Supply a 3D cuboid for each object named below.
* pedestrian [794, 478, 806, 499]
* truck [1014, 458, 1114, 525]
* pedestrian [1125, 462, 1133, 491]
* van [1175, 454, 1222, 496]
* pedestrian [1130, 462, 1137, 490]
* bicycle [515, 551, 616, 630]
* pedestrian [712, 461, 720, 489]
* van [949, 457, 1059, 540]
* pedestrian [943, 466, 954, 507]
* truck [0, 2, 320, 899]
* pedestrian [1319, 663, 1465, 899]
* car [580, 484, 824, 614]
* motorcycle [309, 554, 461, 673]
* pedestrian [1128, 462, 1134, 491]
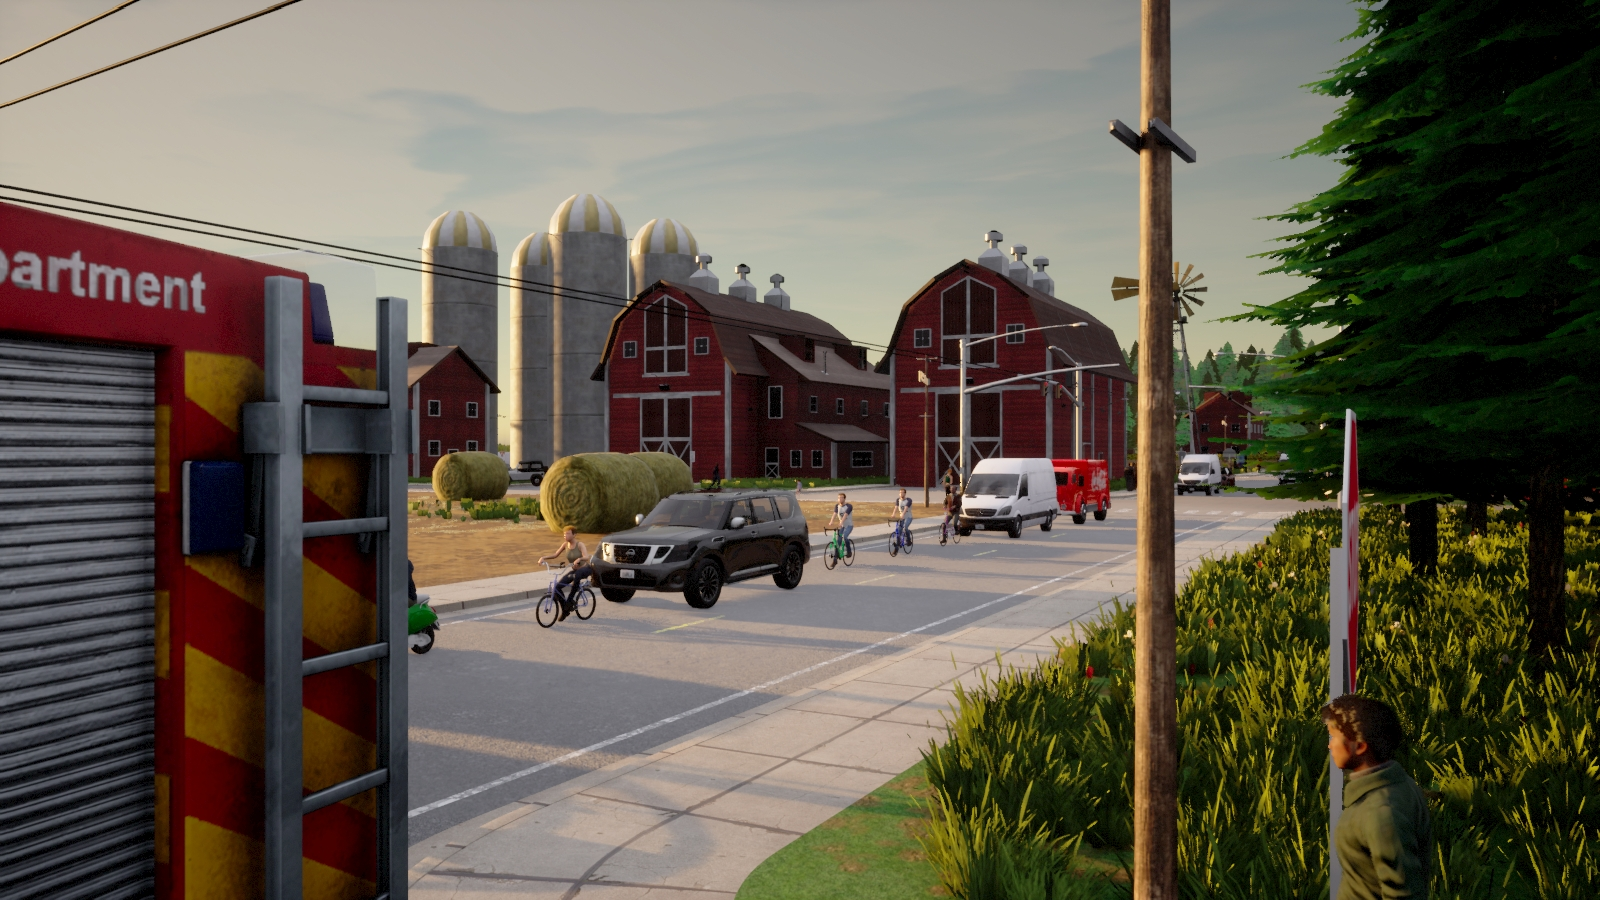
[{"bbox_3d":[0.000,2.051,61.590,0.500,1.100,0.500,0,0,26],"label":"pedestrian"},{"bbox_3d":[10.571,1.568,45.383,2.627,2.467,5.204,0,0,28],"label":"truck"},{"bbox_3d":[21.118,1.695,73.309,0.375,1.860,0.375,0,0,29],"label":"pedestrian"},{"bbox_3d":[25.688,1.534,73.536,1.988,2.561,5.915,0,0,28],"label":"van"},{"bbox_3d":[21.742,1.694,74.570,0.375,1.860,0.375,0,0,28],"label":"pedestrian"},{"bbox_3d":[-3.794,2.256,18.602,0.859,1.080,1.487,0,0,28],"label":"bicycle"},{"bbox_3d":[-5.680,1.668,77.116,0.375,1.860,0.375,0,0,32],"label":"pedestrian"},{"bbox_3d":[7.075,1.534,38.959,1.988,2.561,5.915,0,0,28],"label":"van"},{"bbox_3d":[6.820,1.674,52.519,0.375,1.860,0.375,0,0,34],"label":"pedestrian"},{"bbox_3d":[-6.006,0.867,3.756,8.468,3.827,2.891,0,0,20],"label":"truck"},{"bbox_3d":[1.904,1.663,3.666,0.375,1.860,0.375,0,0,34],"label":"pedestrian"},{"bbox_3d":[-1.721,1.779,22.447,2.150,2.045,5.566,0,0,27],"label":"car"},{"bbox_3d":[-5.532,2.142,15.331,0.856,1.316,1.805,0,0,28],"label":"motorcycle"},{"bbox_3d":[21.416,1.696,73.956,0.375,1.860,0.375,0,0,20],"label":"pedestrian"}]
